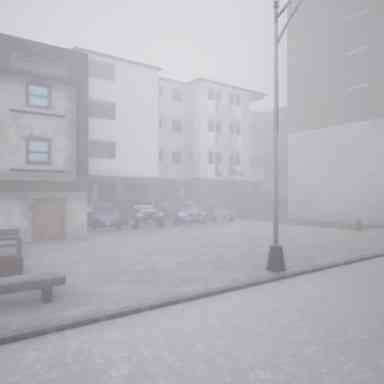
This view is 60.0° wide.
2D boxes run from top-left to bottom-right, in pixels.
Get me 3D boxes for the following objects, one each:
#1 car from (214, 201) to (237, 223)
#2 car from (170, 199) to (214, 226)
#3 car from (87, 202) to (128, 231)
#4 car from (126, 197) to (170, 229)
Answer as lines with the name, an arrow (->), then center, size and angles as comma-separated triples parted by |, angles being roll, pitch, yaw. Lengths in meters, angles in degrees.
car -> 1.587, 1.417, 24.582 | 1.816, 1.474, 4.193 | 0, 0, -25
car -> -0.734, 1.349, 22.754 | 2.242, 1.667, 4.611 | 0, 0, -25
car -> -5.321, 1.414, 19.698 | 1.845, 1.501, 3.633 | 0, 0, -25
car -> -3.125, 1.244, 20.765 | 1.905, 1.878, 3.866 | 0, 0, -25
